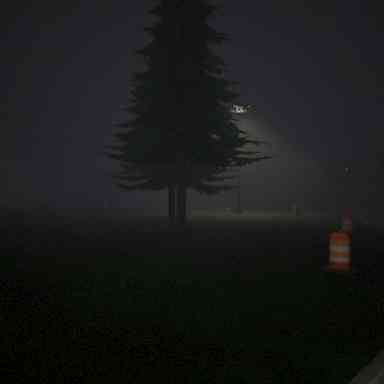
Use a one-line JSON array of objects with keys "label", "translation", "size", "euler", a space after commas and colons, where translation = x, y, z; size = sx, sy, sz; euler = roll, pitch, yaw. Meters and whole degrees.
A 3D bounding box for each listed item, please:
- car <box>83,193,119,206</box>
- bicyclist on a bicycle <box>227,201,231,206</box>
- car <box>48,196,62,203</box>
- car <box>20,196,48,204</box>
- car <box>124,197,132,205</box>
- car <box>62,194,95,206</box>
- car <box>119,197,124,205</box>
[{"label": "car", "translation": [-16.469, 1.440, 59.797], "size": [5.566, 2.045, 2.150], "euler": [1, 0, 31]}, {"label": "bicyclist on a bicycle", "translation": [6.574, 1.691, 59.043], "size": [0.582, 1.620, 1.656], "euler": [0, 0, 31]}, {"label": "car", "translation": [-29.222, 1.469, 67.310], "size": [5.008, 1.535, 1.882], "euler": [0, 0, 31]}, {"label": "car", "translation": [-31.000, 1.500, 64.295], "size": [5.357, 1.411, 2.033], "euler": [0, 0, 31]}, {"label": "car", "translation": [-14.366, 1.748, 66.700], "size": [5.008, 1.535, 1.882], "euler": [1, 0, 31]}, {"label": "car", "translation": [-19.684, 1.655, 57.646], "size": [5.008, 1.535, 1.882], "euler": [1, 0, 31]}, {"label": "car", "translation": [-15.835, 1.766, 63.498], "size": [4.674, 1.442, 1.812], "euler": [1, 0, 31]}]
